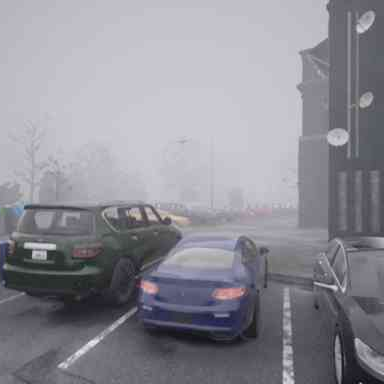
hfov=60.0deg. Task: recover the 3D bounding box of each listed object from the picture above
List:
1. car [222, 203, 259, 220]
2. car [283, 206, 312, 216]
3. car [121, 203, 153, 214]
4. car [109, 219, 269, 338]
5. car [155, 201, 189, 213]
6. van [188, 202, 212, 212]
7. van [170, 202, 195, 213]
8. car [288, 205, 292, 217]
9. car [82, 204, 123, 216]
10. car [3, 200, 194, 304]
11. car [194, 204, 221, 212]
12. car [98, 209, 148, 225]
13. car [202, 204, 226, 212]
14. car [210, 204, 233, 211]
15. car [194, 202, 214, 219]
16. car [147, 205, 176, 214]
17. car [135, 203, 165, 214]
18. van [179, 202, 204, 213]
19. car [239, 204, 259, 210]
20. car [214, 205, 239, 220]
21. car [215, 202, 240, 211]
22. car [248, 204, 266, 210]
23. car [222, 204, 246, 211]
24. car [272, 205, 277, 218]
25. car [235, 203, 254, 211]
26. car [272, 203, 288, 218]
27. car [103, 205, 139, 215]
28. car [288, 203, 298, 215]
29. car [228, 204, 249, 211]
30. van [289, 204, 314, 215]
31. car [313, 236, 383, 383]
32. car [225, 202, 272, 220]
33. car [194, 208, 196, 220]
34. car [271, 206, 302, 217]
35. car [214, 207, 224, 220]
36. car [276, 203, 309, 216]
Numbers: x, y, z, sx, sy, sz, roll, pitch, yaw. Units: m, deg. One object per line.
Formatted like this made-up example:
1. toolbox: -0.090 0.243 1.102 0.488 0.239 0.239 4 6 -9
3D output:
1. car: 5.655 2.603 41.556 4.553 1.767 2.185 2 -1 15
2. car: 19.369 3.453 61.297 5.008 1.535 2.097 2 -1 15
3. car: -8.703 2.607 52.747 4.553 1.767 2.185 0 -2 15
4. car: 0.483 1.519 6.594 2.002 1.452 4.674 0 -1 15
5. car: -3.623 2.751 60.085 5.566 2.045 2.435 0 -2 15
6. van: 1.592 3.047 67.398 4.442 1.987 1.878 0 -2 15
7. van: -1.789 2.867 62.499 4.442 1.987 1.878 0 -2 15
8. car: 12.499 3.120 51.424 4.792 1.488 2.163 1 -1 15
9. car: -12.718 2.524 47.200 5.366 1.575 1.946 0 -2 15
10. car: -1.925 1.221 8.342 2.435 2.045 5.566 0 -1 16
11. car: 3.349 3.360 69.819 5.366 1.575 1.946 0 -2 15
12. car: -6.549 2.369 32.198 1.895 1.301 4.718 0 -2 35
13. car: 4.828 3.483 72.315 4.792 1.488 2.163 0 -2 15
14. car: 6.577 3.573 74.755 4.792 1.488 2.163 0 -2 15
15. car: -1.184 2.104 31.653 5.566 2.045 2.435 2 -1 15
16. car: -5.290 2.953 57.627 4.674 1.452 2.002 0 -2 15
17. car: -6.951 2.697 55.170 4.553 1.767 2.185 0 -2 15
18. van: -0.099 2.957 64.948 4.442 1.987 1.878 0 -2 15
19. car: 14.904 3.994 87.027 5.008 1.535 2.097 0 -2 14
20. car: 2.240 2.548 36.599 5.008 1.535 2.097 2 -1 15
21. car: 8.210 3.382 77.220 5.566 2.045 2.435 0 -2 15
22. car: 18.119 4.204 91.983 4.792 1.488 2.163 0 -2 13
23. car: 10.096 3.721 79.617 5.366 1.575 1.946 0 -2 14
24. car: 9.079 2.939 46.482 4.792 1.488 2.163 2 -1 15
25. car: 13.278 3.779 84.564 4.553 1.767 2.185 0 -2 14
26. car: 10.798 2.749 48.955 5.566 2.045 2.435 2 -1 15
27. car: -10.578 2.659 49.942 4.792 1.488 2.163 0 -2 15
28. car: 14.274 2.931 53.892 5.566 2.045 2.435 2 -1 15
29. car: 11.592 3.815 82.107 4.892 1.521 2.231 0 -2 14
30. van: 20.970 3.315 63.801 4.442 1.987 1.878 2 -1 15
31. car: 2.895 1.487 4.882 2.231 1.521 4.892 1 0 16
32. car: 7.374 2.568 44.013 5.566 2.045 2.435 1 -1 15
33. car: -2.769 2.250 29.125 5.366 1.575 1.946 2 -1 15
34. car: 15.950 3.272 56.357 5.008 1.535 2.097 2 -1 15
35. car: 0.505 2.493 34.121 4.674 1.452 2.002 2 -1 15
36. car: 17.692 3.113 58.831 5.566 2.045 2.435 2 -1 15
